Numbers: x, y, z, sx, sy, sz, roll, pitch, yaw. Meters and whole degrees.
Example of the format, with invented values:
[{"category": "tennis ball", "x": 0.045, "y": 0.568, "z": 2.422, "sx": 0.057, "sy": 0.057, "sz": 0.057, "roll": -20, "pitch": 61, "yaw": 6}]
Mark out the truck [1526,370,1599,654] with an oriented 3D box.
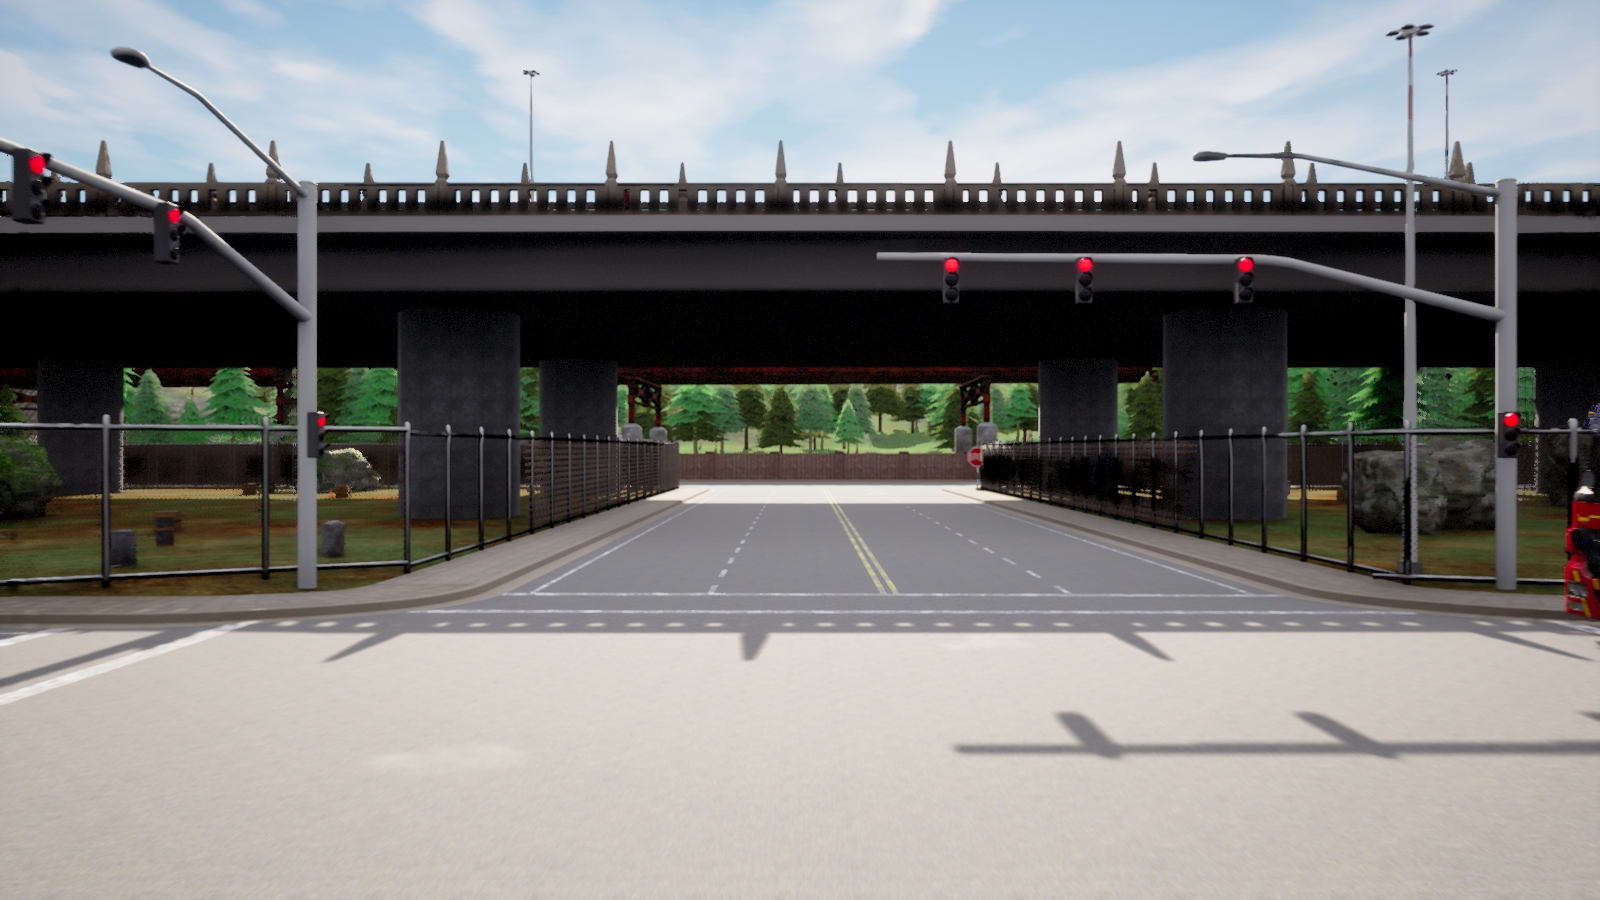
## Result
[{"category": "truck", "x": 15.020, "y": 0.833, "z": 15.512, "sx": 8.468, "sy": 3.827, "sz": 2.891, "roll": 0, "pitch": 0, "yaw": 0}]
